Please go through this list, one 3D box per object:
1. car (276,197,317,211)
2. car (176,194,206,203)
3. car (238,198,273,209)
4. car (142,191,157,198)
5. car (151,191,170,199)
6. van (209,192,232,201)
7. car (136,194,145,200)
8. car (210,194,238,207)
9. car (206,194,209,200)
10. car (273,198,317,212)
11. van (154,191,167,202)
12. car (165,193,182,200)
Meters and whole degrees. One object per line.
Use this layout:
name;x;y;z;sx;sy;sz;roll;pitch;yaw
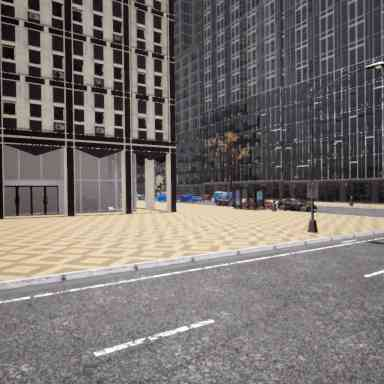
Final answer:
car;12.104;1.357;38.844;1.994;1.385;4.181;-1;1;-34
car;-0.237;1.069;57.035;1.882;1.535;5.008;-1;1;-34
car;7.987;1.388;40.105;1.802;1.307;4.206;0;1;-34
car;-10.582;0.686;82.464;1.967;1.590;4.097;0;1;-34
car;-7.383;0.615;77.764;2.192;1.841;5.009;0;1;-34
van;5.411;0.855;58.972;1.690;1.788;3.998;0;1;-34
car;-11.112;1.039;68.354;2.008;1.369;4.403;0;1;-34
car;4.837;1.319;44.836;1.947;1.339;4.313;0;1;-34
car;2.213;1.043;63.673;1.802;1.307;4.206;0;1;-34
car;11.171;1.424;35.395;1.947;1.339;4.313;0;1;-34
van;-4.714;0.937;58.956;1.690;1.788;3.998;0;1;-34
car;-4.184;0.936;73.070;1.802;1.307;4.206;0;1;-34
